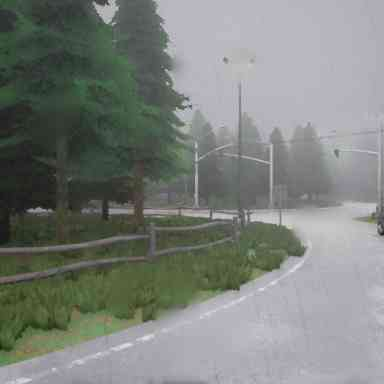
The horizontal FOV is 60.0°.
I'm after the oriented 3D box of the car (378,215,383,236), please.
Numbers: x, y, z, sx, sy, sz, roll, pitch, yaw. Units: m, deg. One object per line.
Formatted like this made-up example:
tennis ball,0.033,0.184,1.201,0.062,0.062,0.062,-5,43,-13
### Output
car,10.266,1.352,15.402,2.097,1.767,4.553,0,0,15
